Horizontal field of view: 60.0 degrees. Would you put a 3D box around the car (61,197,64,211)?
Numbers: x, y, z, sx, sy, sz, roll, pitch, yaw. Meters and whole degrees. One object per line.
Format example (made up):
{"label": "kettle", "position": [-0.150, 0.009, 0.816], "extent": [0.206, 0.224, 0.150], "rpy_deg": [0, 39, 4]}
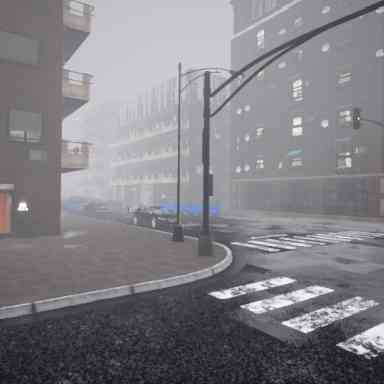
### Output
{"label": "car", "position": [-15.110, 1.581, 40.029], "extent": [2.008, 1.369, 4.403], "rpy_deg": [1, -1, -35]}

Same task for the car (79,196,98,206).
{"label": "car", "position": [-18.156, 1.598, 58.318], "extent": [1.967, 1.590, 4.097], "rpy_deg": [1, -1, -35]}

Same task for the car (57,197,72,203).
{"label": "car", "position": [-27.689, 1.728, 72.130], "extent": [1.887, 1.381, 4.507], "rpy_deg": [1, -1, -35]}

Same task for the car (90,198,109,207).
{"label": "car", "position": [-14.980, 1.730, 53.712], "extent": [1.802, 1.307, 4.206], "rpy_deg": [1, -1, -35]}

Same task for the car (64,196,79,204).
{"label": "car", "position": [-24.511, 1.615, 67.527], "extent": [1.967, 1.590, 4.097], "rpy_deg": [1, -1, -35]}

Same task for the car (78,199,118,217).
{"label": "car", "position": [-8.756, 1.592, 30.820], "extent": [1.802, 1.307, 4.206], "rpy_deg": [1, -1, -35]}

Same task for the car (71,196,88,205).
{"label": "car", "position": [-21.333, 1.606, 62.922], "extent": [1.967, 1.590, 4.097], "rpy_deg": [1, -1, -35]}

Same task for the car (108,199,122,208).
{"label": "car", "position": [-11.802, 1.684, 49.108], "extent": [1.887, 1.381, 4.507], "rpy_deg": [1, -1, -35]}

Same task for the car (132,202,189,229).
{"label": "car", "position": [-2.401, 1.540, 21.611], "extent": [2.008, 1.369, 4.403], "rpy_deg": [1, -1, -35]}

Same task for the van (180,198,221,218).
{"label": "van", "position": [0.909, 1.440, 30.692], "extent": [1.690, 1.788, 3.998], "rpy_deg": [1, -1, -35]}

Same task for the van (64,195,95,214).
{"label": "van", "position": [-11.931, 1.361, 35.426], "extent": [1.690, 1.788, 3.998], "rpy_deg": [1, -1, -35]}

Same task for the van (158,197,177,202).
{"label": "van", "position": [-2.269, 1.450, 35.297], "extent": [1.690, 1.788, 3.998], "rpy_deg": [1, -1, -35]}
